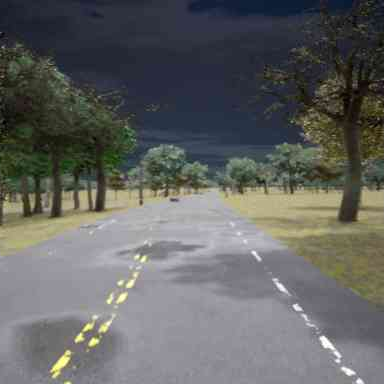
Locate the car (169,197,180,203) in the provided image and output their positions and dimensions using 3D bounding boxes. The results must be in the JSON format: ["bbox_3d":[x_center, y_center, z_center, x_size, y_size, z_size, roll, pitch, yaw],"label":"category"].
[{"bbox_3d":[-3.692,1.640,69.604,1.895,1.301,4.718,-1,0,3],"label":"car"}]
